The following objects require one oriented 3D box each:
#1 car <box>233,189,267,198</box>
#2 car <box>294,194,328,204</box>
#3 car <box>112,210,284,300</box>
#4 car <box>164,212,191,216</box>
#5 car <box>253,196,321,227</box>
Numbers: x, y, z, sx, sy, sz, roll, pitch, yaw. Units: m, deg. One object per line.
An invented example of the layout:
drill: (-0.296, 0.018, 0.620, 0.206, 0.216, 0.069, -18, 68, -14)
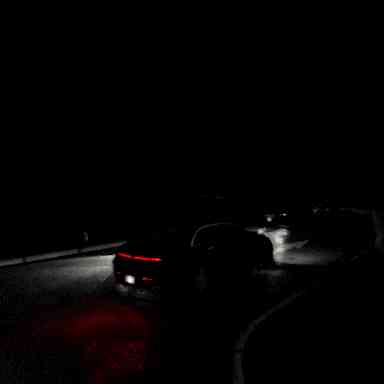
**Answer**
car: (8.007, 0.328, 46.172, 4.902, 1.511, 2.128, 3, 2, 42)
car: (12.043, 0.872, 35.006, 1.895, 1.301, 4.718, -1, 2, -18)
car: (0.322, 1.422, 8.355, 1.837, 1.490, 4.892, -1, 0, 39)
car: (-0.480, 1.488, 12.818, 1.994, 1.385, 4.181, -1, 0, 40)
car: (5.878, 1.221, 20.478, 2.128, 1.511, 4.902, -1, 1, 40)
